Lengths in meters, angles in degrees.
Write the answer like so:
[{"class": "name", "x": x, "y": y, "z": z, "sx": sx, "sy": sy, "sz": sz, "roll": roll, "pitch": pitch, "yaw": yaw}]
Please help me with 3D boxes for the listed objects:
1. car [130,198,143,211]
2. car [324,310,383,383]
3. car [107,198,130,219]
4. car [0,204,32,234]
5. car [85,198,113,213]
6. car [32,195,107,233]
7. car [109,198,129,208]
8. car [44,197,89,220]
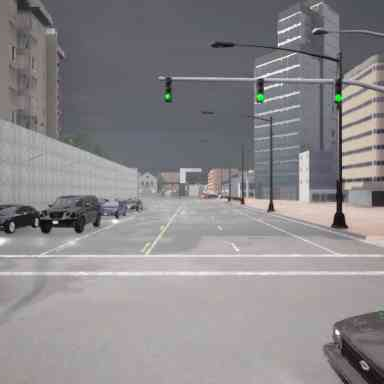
[{"class": "car", "x": -7.107, "y": 1.491, "z": 40.034, "sx": 2.128, "sy": 1.511, "sz": 4.902, "roll": 0, "pitch": 0, "yaw": 0}, {"class": "car", "x": 4.210, "y": 1.549, "z": 3.147, "sx": 5.357, "sy": 1.411, "sz": 2.033, "roll": 0, "pitch": 0, "yaw": 0}, {"class": "car", "x": -7.111, "y": 1.526, "z": 29.692, "sx": 1.812, "sy": 1.442, "sz": 4.674, "roll": 0, "pitch": 0, "yaw": 0}, {"class": "car", "x": -10.608, "y": 1.505, "z": 19.419, "sx": 1.837, "sy": 1.490, "sz": 4.892, "roll": 0, "pitch": 0, "yaw": 0}, {"class": "car", "x": -10.609, "y": 1.505, "z": 38.305, "sx": 1.837, "sy": 1.490, "sz": 4.892, "roll": 0, "pitch": 0, "yaw": 0}, {"class": "car", "x": -7.104, "y": 1.221, "z": 20.051, "sx": 2.150, "sy": 2.045, "sz": 5.566, "roll": 0, "pitch": 0, "yaw": 0}, {"class": "car", "x": -10.576, "y": 1.601, "z": 48.365, "sx": 1.895, "sy": 1.301, "sz": 4.718, "roll": 0, "pitch": 0, "yaw": 0}, {"class": "car", "x": -10.611, "y": 1.352, "z": 28.487, "sx": 2.097, "sy": 1.767, "sz": 4.553, "roll": 0, "pitch": 0, "yaw": 0}]
